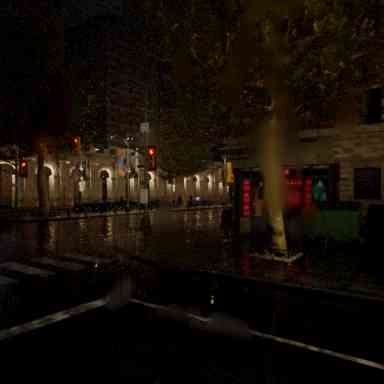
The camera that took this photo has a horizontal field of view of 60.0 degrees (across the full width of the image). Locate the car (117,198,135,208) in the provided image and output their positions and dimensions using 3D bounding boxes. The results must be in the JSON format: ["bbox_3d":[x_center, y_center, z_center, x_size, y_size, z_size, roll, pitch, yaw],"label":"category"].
[{"bbox_3d":[-10.235,1.594,47.907,1.895,1.301,4.718,0,0,36],"label":"car"}]

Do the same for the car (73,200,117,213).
[{"bbox_3d":[-10.694,1.564,35.895,1.994,1.385,4.181,0,0,36],"label":"car"}]

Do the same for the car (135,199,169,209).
[{"bbox_3d":[-4.934,1.564,43.901,1.994,1.385,4.181,0,0,35],"label":"car"}]

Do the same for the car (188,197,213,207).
[{"bbox_3d":[1.318,1.547,52.545,2.033,1.411,5.357,0,0,36],"label":"car"}]
